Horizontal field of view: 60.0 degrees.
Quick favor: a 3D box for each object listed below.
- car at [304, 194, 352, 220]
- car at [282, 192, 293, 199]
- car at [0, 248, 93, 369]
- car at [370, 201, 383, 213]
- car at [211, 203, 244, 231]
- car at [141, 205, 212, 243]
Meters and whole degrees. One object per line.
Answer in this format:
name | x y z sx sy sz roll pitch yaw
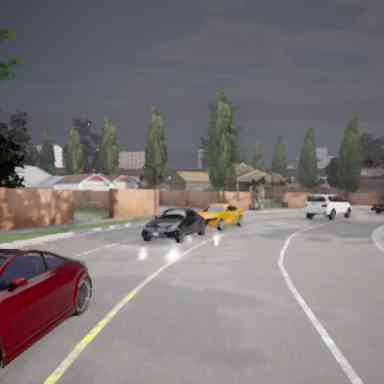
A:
car | 11.638 1.224 28.395 5.566 2.045 2.150 0 0 -45
car | 17.574 0.829 59.683 1.816 1.474 4.193 -2 0 0
car | -3.101 1.569 4.875 1.994 1.385 4.181 0 0 7
car | 21.441 1.578 35.307 5.357 1.411 2.033 0 0 -24
car | 1.720 1.496 21.277 1.882 1.535 5.008 0 0 29
car | -0.737 1.542 16.387 1.812 1.442 4.674 0 0 21
